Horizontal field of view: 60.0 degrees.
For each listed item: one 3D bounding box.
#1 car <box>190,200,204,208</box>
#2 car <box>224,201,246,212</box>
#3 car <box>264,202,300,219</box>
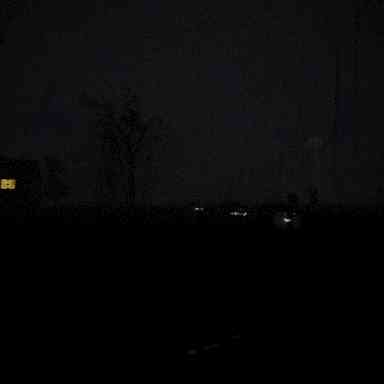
[{"bbox_3d":[0.861,2.324,64.240,2.128,1.511,4.902,1,-1,-14],"label":"car"},{"bbox_3d":[5.689,2.019,45.338,1.837,1.490,4.892,1,-1,-14],"label":"car"},{"bbox_3d":[8.835,1.824,33.216,1.837,1.490,4.892,1,-1,-15],"label":"car"}]
